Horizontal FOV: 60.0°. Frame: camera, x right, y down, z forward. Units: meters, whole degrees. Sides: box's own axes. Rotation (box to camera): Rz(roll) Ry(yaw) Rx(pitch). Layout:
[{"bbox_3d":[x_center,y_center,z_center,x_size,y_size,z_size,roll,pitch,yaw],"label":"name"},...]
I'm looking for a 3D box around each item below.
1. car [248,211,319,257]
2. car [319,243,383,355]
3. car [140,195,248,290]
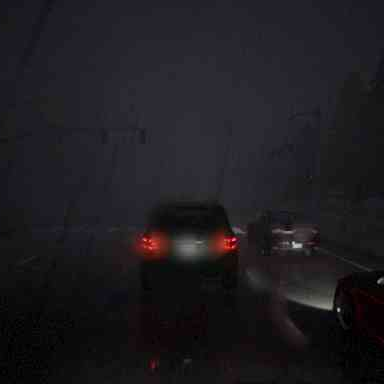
[{"bbox_3d":[3.333,1.491,12.972,2.128,1.511,4.902,0,0,0],"label":"car"},{"bbox_3d":[3.424,1.564,4.064,1.994,1.385,4.181,0,0,-1],"label":"car"},{"bbox_3d":[-0.100,1.221,9.215,2.150,2.045,5.566,0,0,-1],"label":"car"}]
